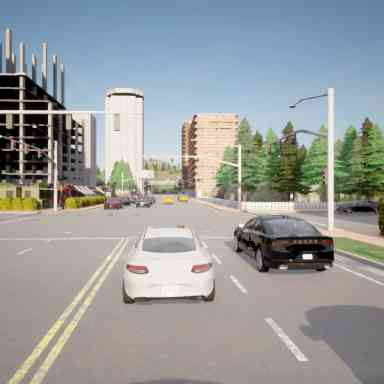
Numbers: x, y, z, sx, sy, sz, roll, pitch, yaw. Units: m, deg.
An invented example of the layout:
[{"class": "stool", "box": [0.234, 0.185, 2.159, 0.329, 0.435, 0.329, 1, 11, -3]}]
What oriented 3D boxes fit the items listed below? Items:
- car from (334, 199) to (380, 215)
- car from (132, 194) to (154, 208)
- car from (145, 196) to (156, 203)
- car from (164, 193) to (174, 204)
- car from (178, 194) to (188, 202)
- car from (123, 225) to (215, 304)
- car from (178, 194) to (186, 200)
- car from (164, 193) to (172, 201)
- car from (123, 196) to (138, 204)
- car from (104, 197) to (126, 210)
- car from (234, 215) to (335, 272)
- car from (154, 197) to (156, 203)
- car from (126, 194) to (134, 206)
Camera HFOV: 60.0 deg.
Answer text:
[{"class": "car", "box": [17.085, 1.491, 33.960, 4.902, 1.511, 2.128, 0, 0, -3]}, {"class": "car", "box": [-7.137, 1.492, 48.828, 2.128, 1.511, 4.902, 0, 0, -4]}, {"class": "car", "box": [-8.447, 1.547, 68.365, 2.033, 1.411, 5.357, 0, 0, -4]}, {"class": "car", "box": [-4.575, 1.477, 64.765, 1.882, 1.535, 5.008, 0, 0, -4]}, {"class": "car", "box": [-2.039, 1.470, 76.910, 1.882, 1.535, 5.008, 0, 0, -4]}, {"class": "car", "box": [-0.581, 1.526, 8.098, 1.812, 1.442, 4.674, 0, 0, -5]}, {"class": "car", "box": [-2.724, 1.304, 86.458, 1.882, 1.535, 5.008, 0, 0, -4]}, {"class": "car", "box": [-6.232, 1.225, 86.439, 2.150, 2.045, 5.566, 0, 0, -4]}, {"class": "car", "box": [-11.632, 1.547, 63.225, 2.033, 1.411, 5.357, 0, 0, -4]}, {"class": "car", "box": [-10.287, 1.478, 43.758, 1.882, 1.535, 5.008, 0, 0, -4]}, {"class": "car", "box": [2.686, 1.478, 10.834, 1.882, 1.535, 5.008, 0, 0, -5]}, {"class": "car", "box": [-7.774, 1.491, 57.938, 2.128, 1.511, 4.902, 0, 0, -4]}, {"class": "car", "box": [-10.946, 1.478, 53.084, 1.882, 1.535, 5.008, 0, 0, -4]}]
